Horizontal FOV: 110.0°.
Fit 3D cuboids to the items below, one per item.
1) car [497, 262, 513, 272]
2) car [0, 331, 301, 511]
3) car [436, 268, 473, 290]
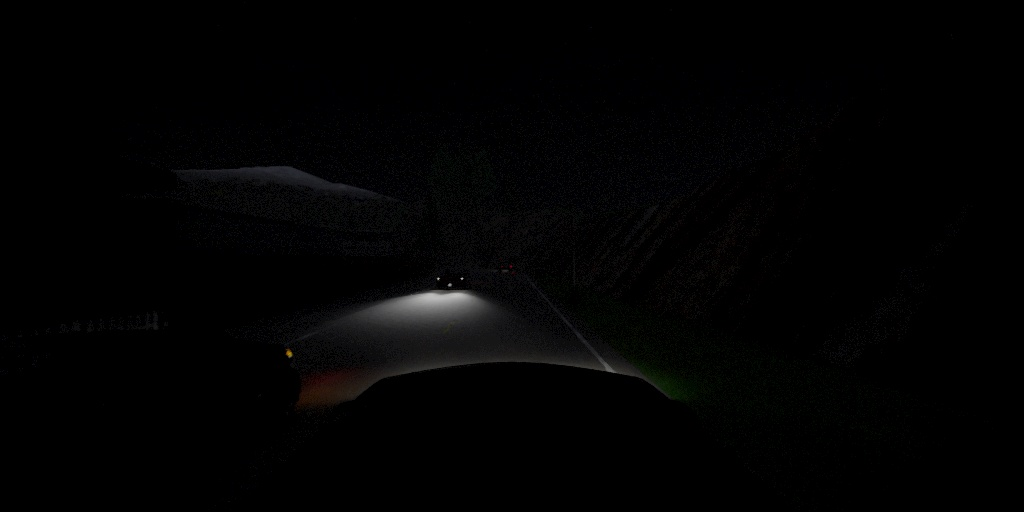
[{"bbox_3d":[-1.036,1.512,50.772,2.033,1.411,5.357,0,0,-7],"label":"car"},{"bbox_3d":[-3.591,1.344,2.723,1.994,1.385,4.181,0,0,-1],"label":"car"},{"bbox_3d":[-3.787,1.472,24.014,1.895,1.301,4.718,0,0,0],"label":"car"}]
